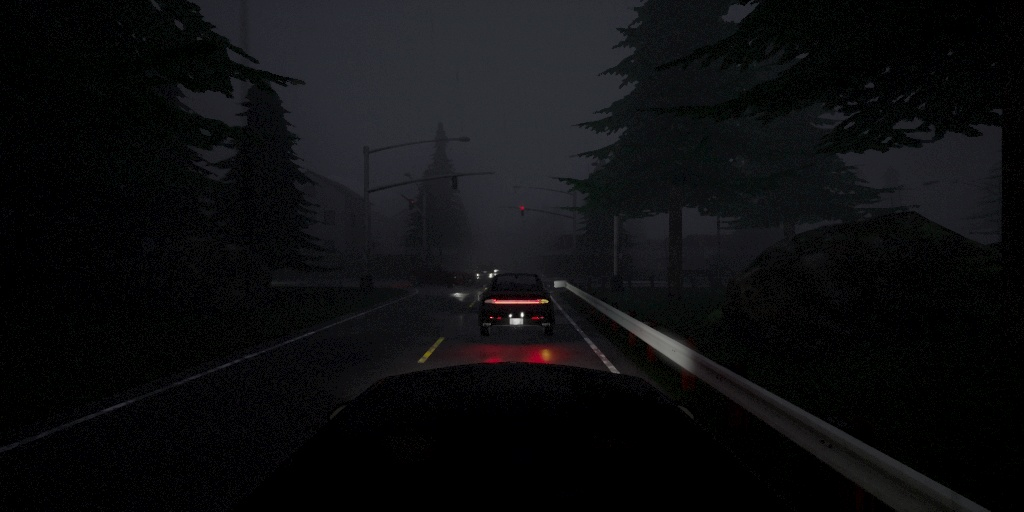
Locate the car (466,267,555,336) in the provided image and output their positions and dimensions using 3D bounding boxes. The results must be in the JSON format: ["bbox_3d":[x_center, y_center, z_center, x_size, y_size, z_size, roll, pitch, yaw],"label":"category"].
[{"bbox_3d":[0.134,1.242,10.395,2.128,1.511,4.902,0,0,1],"label":"car"}]

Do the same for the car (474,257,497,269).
[{"bbox_3d":[-3.224,1.227,44.079,1.882,1.535,5.008,0,0,1],"label":"car"}]

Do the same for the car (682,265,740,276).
[{"bbox_3d":[15.550,1.336,28.461,4.718,1.301,1.895,0,0,1],"label":"car"}]

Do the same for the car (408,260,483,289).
[{"bbox_3d":[-4.548,1.215,23.129,5.008,1.535,1.882,0,-2,35],"label":"car"}]
